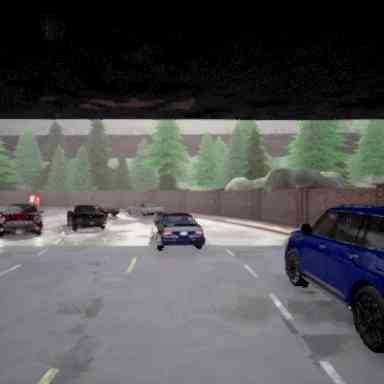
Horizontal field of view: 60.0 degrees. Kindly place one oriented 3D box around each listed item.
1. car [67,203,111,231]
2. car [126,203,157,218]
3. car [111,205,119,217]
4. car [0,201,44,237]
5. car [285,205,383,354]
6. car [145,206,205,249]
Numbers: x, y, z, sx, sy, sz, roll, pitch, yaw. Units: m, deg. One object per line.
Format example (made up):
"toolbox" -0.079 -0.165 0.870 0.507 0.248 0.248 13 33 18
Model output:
"car" -6.802 1.532 21.281 1.882 1.535 5.008 0 0 -26
"car" -4.547 1.681 31.504 1.895 1.301 4.718 0 0 -36
"car" -8.694 1.680 31.187 1.895 1.301 4.718 0 0 -39
"car" -9.407 1.399 18.488 2.097 1.767 4.553 0 0 -23
"car" 3.529 1.239 6.281 2.150 2.045 5.566 0 0 -1
"car" -0.782 1.585 14.719 2.033 1.411 5.357 0 0 -11
